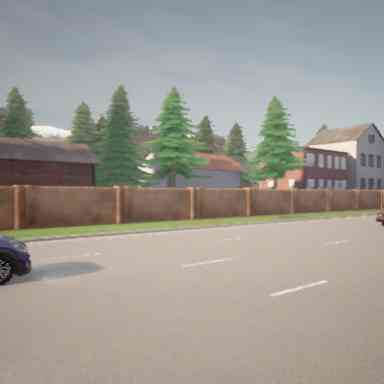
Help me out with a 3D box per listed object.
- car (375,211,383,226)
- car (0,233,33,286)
[{"bbox_3d":[14.686,1.602,22.826,5.357,1.411,2.033,0,0,-36],"label":"car"},{"bbox_3d":[-6.310,1.350,7.846,4.553,1.767,2.097,0,0,-35],"label":"car"}]
